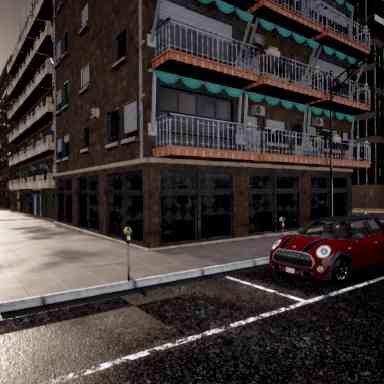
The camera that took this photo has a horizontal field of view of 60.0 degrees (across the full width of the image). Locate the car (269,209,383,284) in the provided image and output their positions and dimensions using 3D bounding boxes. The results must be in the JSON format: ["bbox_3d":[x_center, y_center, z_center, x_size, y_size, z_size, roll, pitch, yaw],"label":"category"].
[{"bbox_3d":[4.078,1.439,9.500,4.097,1.590,1.967,0,-1,-36],"label":"car"}]
